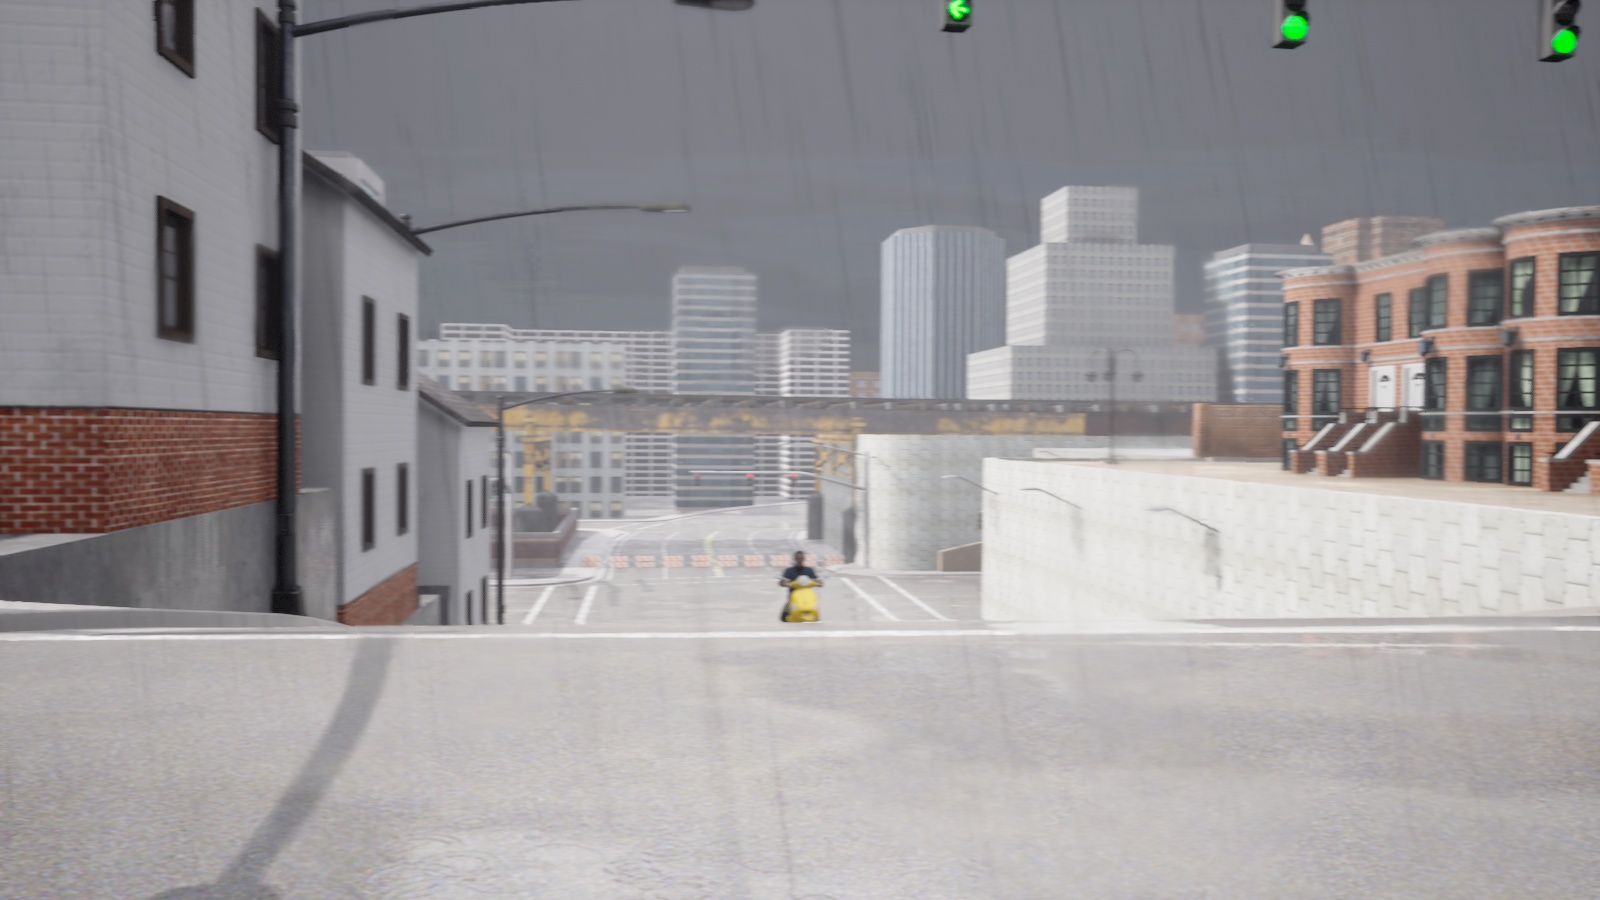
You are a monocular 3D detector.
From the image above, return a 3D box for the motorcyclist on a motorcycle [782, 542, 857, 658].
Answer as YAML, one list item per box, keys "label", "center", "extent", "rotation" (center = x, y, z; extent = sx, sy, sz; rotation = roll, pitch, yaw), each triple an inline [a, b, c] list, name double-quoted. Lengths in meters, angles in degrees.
- label: "motorcyclist on a motorcycle"
  center: [0.276, 2.350, 19.448]
  extent: [0.866, 1.590, 1.817]
  rotation: [-1, -12, -6]
